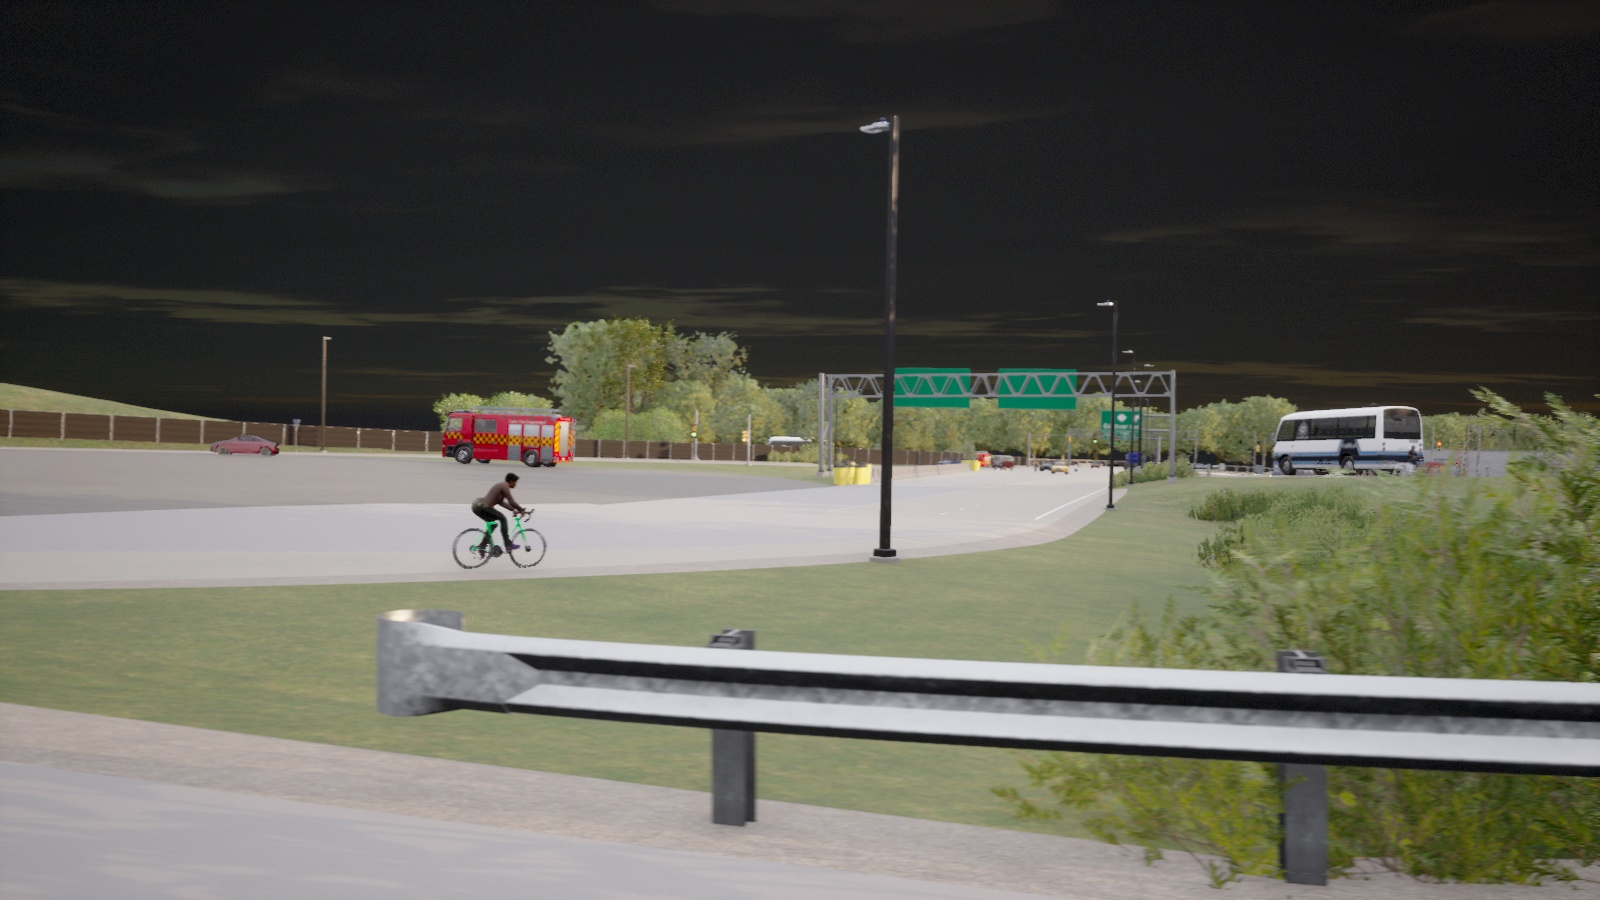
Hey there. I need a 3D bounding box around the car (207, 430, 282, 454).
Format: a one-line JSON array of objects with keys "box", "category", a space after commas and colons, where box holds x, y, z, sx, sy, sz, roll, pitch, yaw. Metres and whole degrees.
[{"box": [-36.598, -0.558, 82.882, 4.181, 1.385, 1.994, 2, 1, -13], "category": "car"}]

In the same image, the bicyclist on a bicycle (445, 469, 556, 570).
[{"box": [-5.032, 1.170, 21.147, 1.656, 1.620, 0.582, 3, -1, -35], "category": "bicyclist on a bicycle"}]

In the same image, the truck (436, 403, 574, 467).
[{"box": [-19.507, -1.017, 83.068, 8.468, 3.827, 2.891, 3, 1, 17], "category": "truck"}]

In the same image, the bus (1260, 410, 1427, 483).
[{"box": [34.164, -0.147, 79.579, 3.944, 4.253, 10.273, 2, -1, -17], "category": "bus"}]
